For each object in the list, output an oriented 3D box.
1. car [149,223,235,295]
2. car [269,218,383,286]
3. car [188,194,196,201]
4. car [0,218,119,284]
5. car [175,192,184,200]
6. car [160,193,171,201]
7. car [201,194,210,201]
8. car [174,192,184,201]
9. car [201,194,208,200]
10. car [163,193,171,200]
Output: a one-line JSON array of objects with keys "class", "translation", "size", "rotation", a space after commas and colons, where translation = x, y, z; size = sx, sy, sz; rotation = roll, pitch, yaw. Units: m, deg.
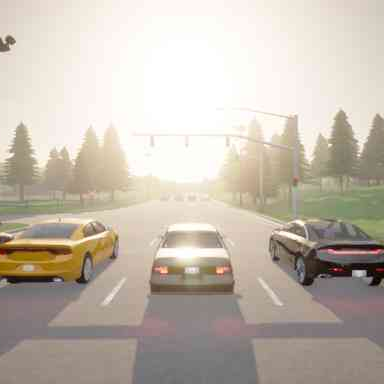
[{"class": "car", "translation": [0.005, 1.547, 8.873], "size": [2.033, 1.411, 5.357], "rotation": [0, 0, 0]}, {"class": "car", "translation": [3.512, 1.492, 9.393], "size": [2.128, 1.511, 4.902], "rotation": [0, 0, 0]}, {"class": "car", "translation": [0.003, 1.346, 83.912], "size": [2.097, 1.767, 4.553], "rotation": [0, 0, 0]}, {"class": "car", "translation": [-3.487, 1.478, 9.627], "size": [1.882, 1.535, 5.008], "rotation": [0, 0, 1]}, {"class": "car", "translation": [-3.496, 1.057, 94.009], "size": [2.150, 2.045, 5.566], "rotation": [0, 0, 0]}, {"class": "car", "translation": [-6.997, 1.492, 83.559], "size": [1.837, 1.490, 4.892], "rotation": [0, 0, 0]}, {"class": "car", "translation": [3.503, 1.516, 83.975], "size": [1.812, 1.442, 4.674], "rotation": [0, 0, 0]}, {"class": "car", "translation": [-3.497, 1.469, 83.559], "size": [1.882, 1.535, 5.008], "rotation": [0, 0, 0]}, {"class": "car", "translation": [3.504, 1.356, 93.978], "size": [1.812, 1.442, 4.674], "rotation": [0, 0, 0]}, {"class": "car", "translation": [-6.996, 1.187, 93.949], "size": [2.097, 1.767, 4.553], "rotation": [0, 0, 0]}]
